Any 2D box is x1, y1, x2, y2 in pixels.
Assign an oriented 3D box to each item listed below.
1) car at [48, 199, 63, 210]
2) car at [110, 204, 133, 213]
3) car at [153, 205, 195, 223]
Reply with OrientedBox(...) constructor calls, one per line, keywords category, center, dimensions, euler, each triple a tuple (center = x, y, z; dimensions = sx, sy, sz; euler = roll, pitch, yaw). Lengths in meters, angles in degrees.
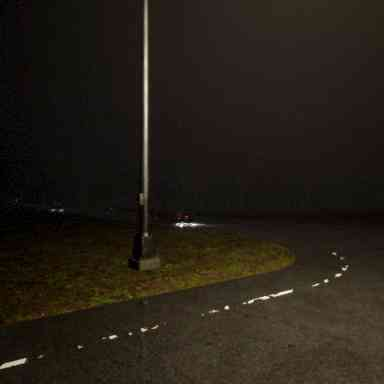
OrientedBox(category="car", center=(-26.470, 2.682, 65.291), dimensions=(1.812, 1.442, 4.674), euler=(2, -2, -28))
OrientedBox(category="car", center=(-11.509, 2.609, 54.264), dimensions=(2.033, 1.411, 5.357), euler=(3, -3, -35))
OrientedBox(category="car", center=(-1.562, 1.816, 27.976), dimensions=(1.994, 1.385, 4.181), euler=(3, -3, -35))
